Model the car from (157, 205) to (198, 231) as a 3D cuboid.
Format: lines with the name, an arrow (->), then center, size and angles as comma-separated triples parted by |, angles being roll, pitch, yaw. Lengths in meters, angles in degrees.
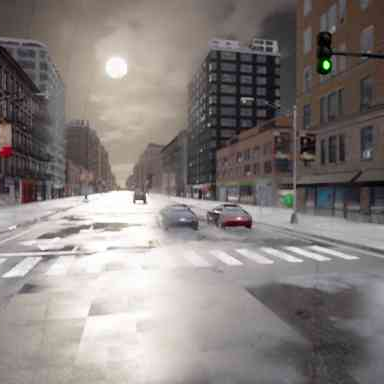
car -> -0.943, 1.458, 20.048 | 1.994, 1.385, 4.181 | 0, 0, -12

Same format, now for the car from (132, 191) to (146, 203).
car -> -9.132, 0.883, 57.790 | 2.150, 2.045, 5.566 | 0, 0, -12

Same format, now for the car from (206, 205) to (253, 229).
car -> 2.222, 1.464, 20.789 | 1.994, 1.385, 4.181 | 0, 0, -12
